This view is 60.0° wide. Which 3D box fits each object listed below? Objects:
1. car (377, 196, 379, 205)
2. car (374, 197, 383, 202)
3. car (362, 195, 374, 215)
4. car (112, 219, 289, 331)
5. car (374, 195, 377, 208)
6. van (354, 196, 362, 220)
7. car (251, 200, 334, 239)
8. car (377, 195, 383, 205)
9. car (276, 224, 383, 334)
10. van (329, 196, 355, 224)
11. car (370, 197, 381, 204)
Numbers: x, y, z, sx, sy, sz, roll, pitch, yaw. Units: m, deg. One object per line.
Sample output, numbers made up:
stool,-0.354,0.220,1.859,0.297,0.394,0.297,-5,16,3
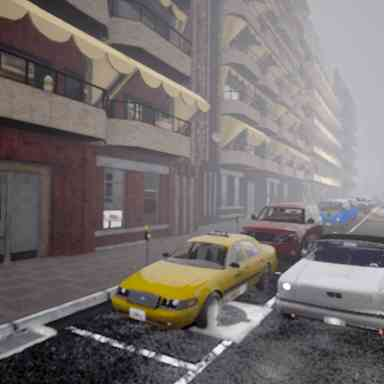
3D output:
car,26.401,1.682,49.750,1.947,1.339,4.313,2,1,31
car,46.526,1.880,82.822,1.802,1.307,4.206,1,0,31
car,17.780,1.381,35.574,2.192,1.841,5.009,2,1,31
car,0.437,1.533,7.085,1.752,1.417,4.829,2,1,31
car,20.655,1.396,40.297,2.192,1.841,5.009,2,1,31
van,12.029,1.380,26.126,1.690,1.788,3.998,2,1,31
car,3.406,1.328,11.953,2.192,1.841,5.009,2,1,31
car,35.030,1.497,63.920,2.192,1.841,5.009,2,1,31
car,3.256,1.608,6.820,1.895,1.301,4.718,0,0,31
van,9.154,1.369,21.400,1.690,1.788,3.998,2,1,31
car,37.901,1.753,68.647,1.887,1.381,4.507,1,1,31
